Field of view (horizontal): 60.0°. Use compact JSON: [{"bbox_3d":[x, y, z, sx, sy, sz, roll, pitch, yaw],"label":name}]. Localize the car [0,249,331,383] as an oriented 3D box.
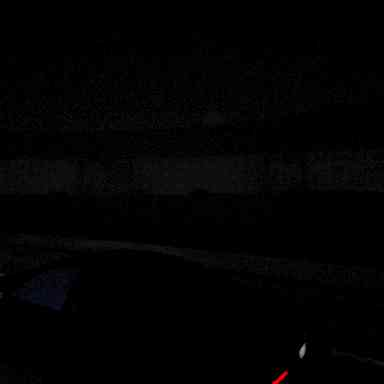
[{"bbox_3d":[-1.089,1.527,4.451,5.357,1.411,2.033,0,0,32],"label":"car"}]
